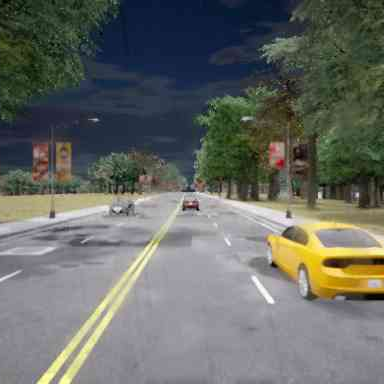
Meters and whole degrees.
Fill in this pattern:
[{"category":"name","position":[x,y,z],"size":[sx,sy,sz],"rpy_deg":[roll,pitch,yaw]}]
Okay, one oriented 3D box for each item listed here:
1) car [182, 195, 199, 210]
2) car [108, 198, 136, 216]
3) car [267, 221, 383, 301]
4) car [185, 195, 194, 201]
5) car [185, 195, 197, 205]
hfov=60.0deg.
[{"category":"car","position":[-0.172,1.388,40.611],"size":[2.163,1.488,4.792],"rpy_deg":[0,0,0]},{"category":"car","position":[-6.600,1.377,31.767],"size":[2.128,1.511,4.902],"rpy_deg":[0,0,0]},{"category":"car","position":[3.244,1.474,8.386],"size":[1.882,1.535,5.008],"rpy_deg":[0,0,0]},{"category":"car","position":[-0.536,1.260,73.683],"size":[1.895,1.301,4.718],"rpy_deg":[0,0,-1]},{"category":"car","position":[-0.213,1.293,56.062],"size":[1.837,1.490,4.892],"rpy_deg":[0,0,-1]}]
